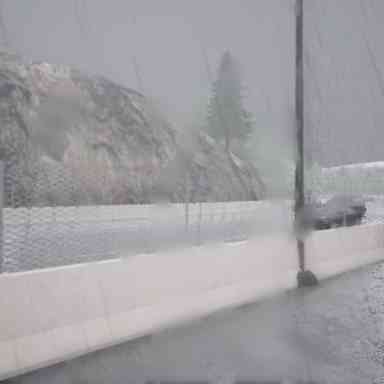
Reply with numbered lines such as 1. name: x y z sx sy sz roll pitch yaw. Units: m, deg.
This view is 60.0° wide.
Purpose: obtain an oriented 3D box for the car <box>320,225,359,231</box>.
1. car: 8.269 1.523 19.726 5.008 1.535 1.882 0 0 -41
